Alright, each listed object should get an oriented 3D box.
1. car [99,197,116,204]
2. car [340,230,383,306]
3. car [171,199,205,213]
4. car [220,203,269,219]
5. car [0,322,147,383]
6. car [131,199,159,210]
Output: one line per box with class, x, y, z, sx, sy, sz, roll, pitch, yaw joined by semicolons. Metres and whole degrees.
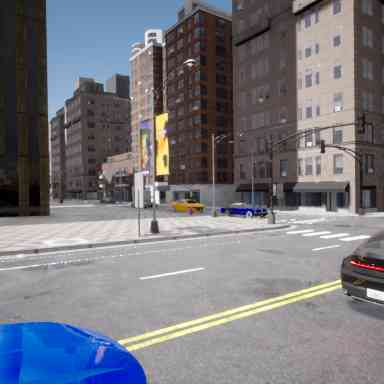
car;-17.208;1.740;67.576;2.033;1.411;5.357;-1;0;-35
car;5.106;1.504;7.087;4.892;1.490;1.837;0;0;-36
car;-0.546;1.602;38.365;1.882;1.535;5.008;-1;0;-35
car;4.808;1.694;30.762;1.895;1.301;4.718;-1;0;-35
car;-2.584;1.478;1.598;5.008;1.535;1.882;0;0;-35
car;-6.753;1.709;47.184;2.033;1.411;5.357;-1;0;-36
